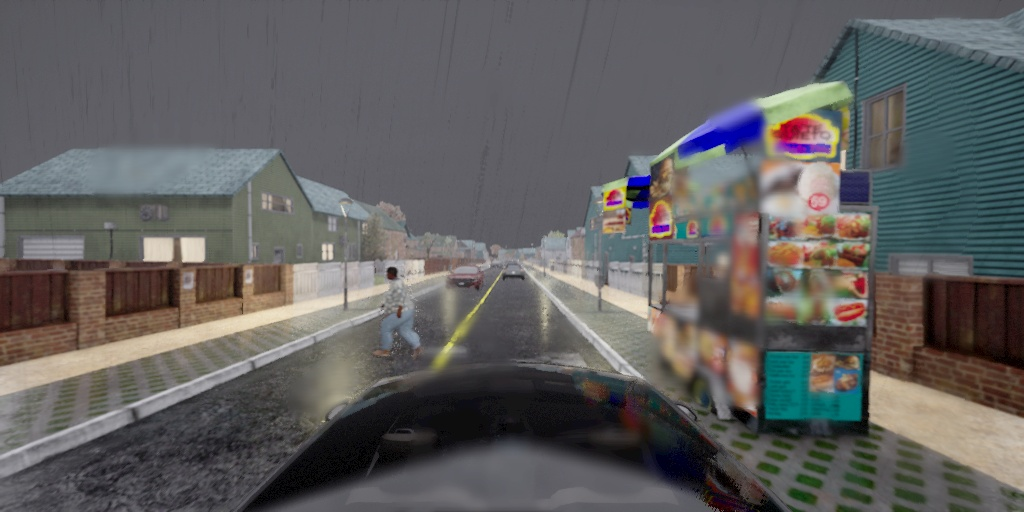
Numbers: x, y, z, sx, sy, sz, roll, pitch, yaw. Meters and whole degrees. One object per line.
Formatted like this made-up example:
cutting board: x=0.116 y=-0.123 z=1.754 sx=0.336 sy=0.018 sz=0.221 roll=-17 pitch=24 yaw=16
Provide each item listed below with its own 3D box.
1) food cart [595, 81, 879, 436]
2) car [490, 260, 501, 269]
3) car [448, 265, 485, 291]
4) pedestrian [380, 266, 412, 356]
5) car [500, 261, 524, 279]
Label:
food cart: x=3.014 y=0.230 z=5.515 sx=2.280 sy=3.560 sz=4.660 roll=0 pitch=0 yaw=0
car: x=-2.737 y=1.471 z=63.170 sx=1.882 sy=1.535 sz=5.008 roll=0 pitch=0 yaw=1
car: x=-2.825 y=1.308 z=22.810 sx=1.882 sy=1.535 sz=5.008 roll=0 pitch=0 yaw=0
pedestrian: x=-2.251 y=1.063 z=6.988 sx=0.375 sy=1.860 sz=0.375 roll=-1 pitch=1 yaw=-2
car: x=0.134 y=1.438 z=33.724 sx=1.994 sy=1.385 sz=4.181 roll=0 pitch=0 yaw=0
